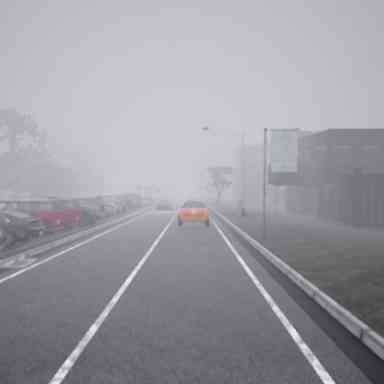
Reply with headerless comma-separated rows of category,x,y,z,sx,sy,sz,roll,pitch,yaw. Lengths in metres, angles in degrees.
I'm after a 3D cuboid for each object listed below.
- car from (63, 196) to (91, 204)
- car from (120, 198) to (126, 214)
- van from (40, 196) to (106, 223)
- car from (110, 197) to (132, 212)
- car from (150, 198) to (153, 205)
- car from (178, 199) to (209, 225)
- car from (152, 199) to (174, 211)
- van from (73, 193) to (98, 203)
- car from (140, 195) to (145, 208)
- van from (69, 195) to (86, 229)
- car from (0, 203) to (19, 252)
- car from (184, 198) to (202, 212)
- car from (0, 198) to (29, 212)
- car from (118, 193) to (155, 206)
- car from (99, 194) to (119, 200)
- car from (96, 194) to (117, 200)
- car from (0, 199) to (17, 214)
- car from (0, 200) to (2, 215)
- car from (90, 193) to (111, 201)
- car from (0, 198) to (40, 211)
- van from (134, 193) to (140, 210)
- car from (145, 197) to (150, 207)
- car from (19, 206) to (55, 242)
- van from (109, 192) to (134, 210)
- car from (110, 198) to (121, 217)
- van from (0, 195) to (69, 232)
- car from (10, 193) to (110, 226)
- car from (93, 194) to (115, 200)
car,-22.016,1.448,63.828,4.792,1.488,2.163,0,0,0
car,-8.936,1.595,31.173,4.674,1.452,2.002,0,0,0
van,-9.051,1.326,25.562,4.442,1.987,1.878,0,0,0
car,-8.970,1.582,33.981,4.792,1.488,2.163,0,0,0
car,-8.770,1.479,50.803,5.366,1.575,1.946,0,0,0
car,0.112,1.394,24.226,2.097,1.767,4.553,0,0,0
car,-3.319,1.587,40.745,1.994,1.385,4.181,0,0,0
van,-22.167,1.165,69.377,4.442,1.987,1.878,0,0,0
car,-8.943,1.523,42.393,5.008,1.535,2.097,0,0,0
van,-9.046,1.309,19.958,4.442,1.987,1.878,0,0,0
car,-8.954,1.385,11.548,4.553,1.767,2.185,0,0,0
car,0.121,1.569,41.518,2.033,1.411,5.357,0,0,0
car,-22.020,1.538,38.846,5.008,1.535,2.097,0,0,0
car,-8.929,1.217,53.605,5.566,2.045,2.435,0,0,0
car,-22.095,1.332,88.806,4.792,1.488,2.163,0,0,0
car,-22.058,1.316,86.032,4.892,1.521,2.231,0,0,0
car,-22.207,1.544,36.069,5.366,1.575,1.946,0,0,0
car,-21.991,1.585,33.297,4.792,1.488,2.163,0,0,0
car,-22.091,1.214,80.480,4.553,1.767,2.185,0,0,0
car,-22.021,1.528,41.624,4.892,1.521,2.231,0,0,0
van,-8.829,1.310,39.585,4.442,1.987,1.878,0,0,0
car,-8.955,1.535,48.000,4.674,1.452,2.002,0,0,0
car,-8.918,1.520,14.350,4.892,1.521,2.231,0,0,0
van,-9.060,1.318,36.783,4.442,1.987,1.878,0,0,0
car,-8.943,1.555,28.370,4.892,1.521,2.231,0,0,0
van,-9.044,1.301,17.155,4.442,1.987,1.878,0,0,0
car,-8.904,1.292,22.762,5.566,2.045,2.435,0,0,0
car,-22.068,1.327,83.257,5.008,1.535,2.097,0,0,0
